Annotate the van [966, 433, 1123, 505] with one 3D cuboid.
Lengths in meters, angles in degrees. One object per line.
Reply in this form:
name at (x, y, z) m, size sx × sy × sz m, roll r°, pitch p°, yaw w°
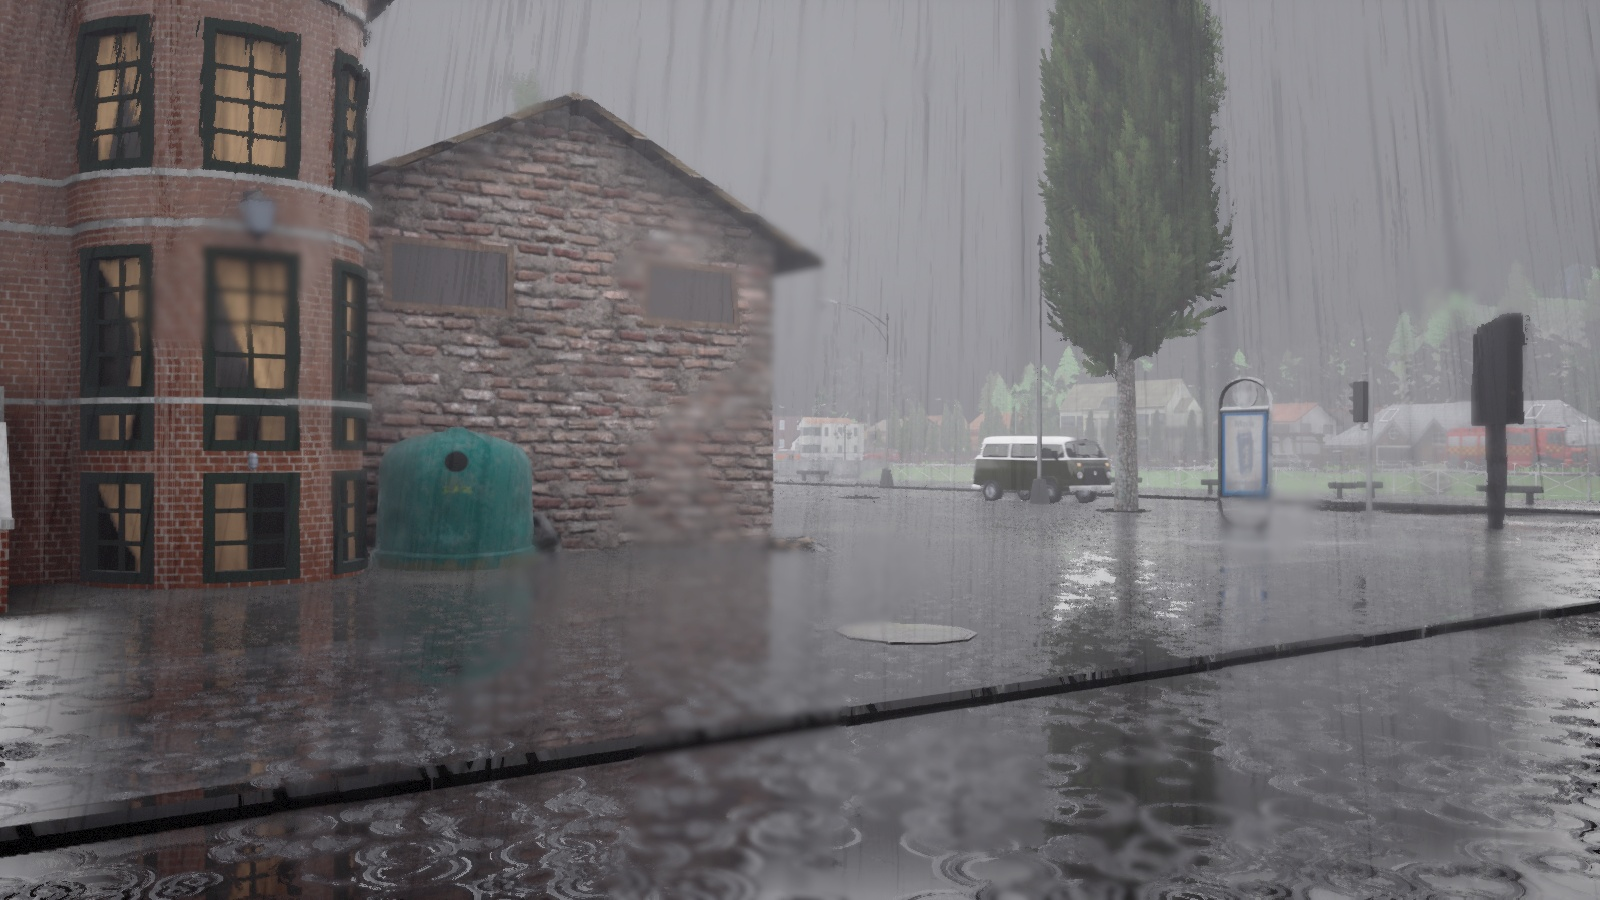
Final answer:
van at (7.318, 0.546, 37.986) m, size 2.069 × 2.038 × 4.480 m, roll 0°, pitch 0°, yaw -35°
